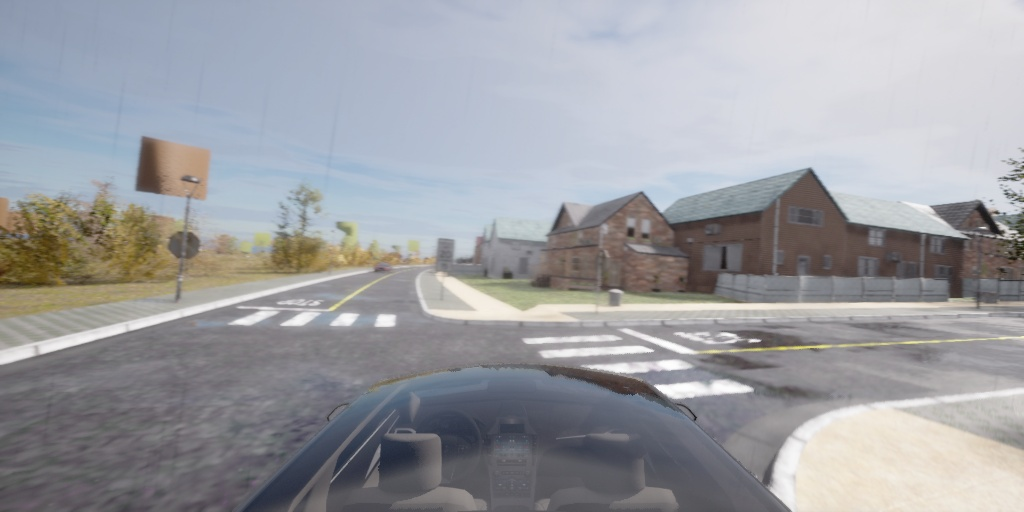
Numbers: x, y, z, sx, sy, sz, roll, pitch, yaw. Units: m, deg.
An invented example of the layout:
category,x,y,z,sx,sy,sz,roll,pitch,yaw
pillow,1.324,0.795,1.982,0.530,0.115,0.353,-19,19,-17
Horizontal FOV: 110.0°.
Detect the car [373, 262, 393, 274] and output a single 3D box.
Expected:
category,x,y,z,sx,sy,sz,roll,pitch,yaw
car,-16.722,1.519,46.807,1.994,1.385,4.181,5,-2,-12
